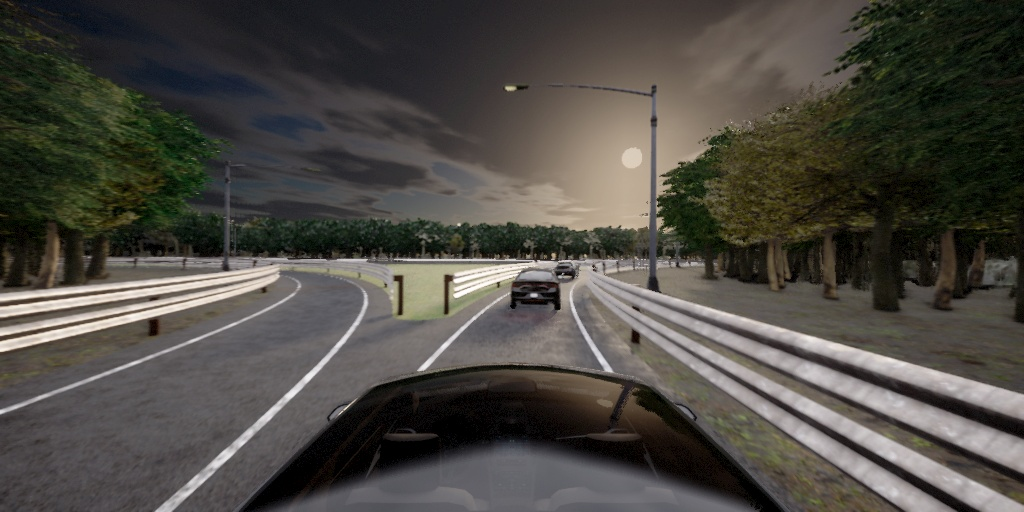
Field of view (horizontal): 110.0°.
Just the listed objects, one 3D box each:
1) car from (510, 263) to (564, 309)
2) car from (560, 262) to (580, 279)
[{"bbox_3d":[1.098,1.243,15.195,1.882,1.535,5.008,0,0,7],"label":"car"},{"bbox_3d":[5.176,1.312,33.564,1.837,1.490,4.892,0,0,17],"label":"car"}]
